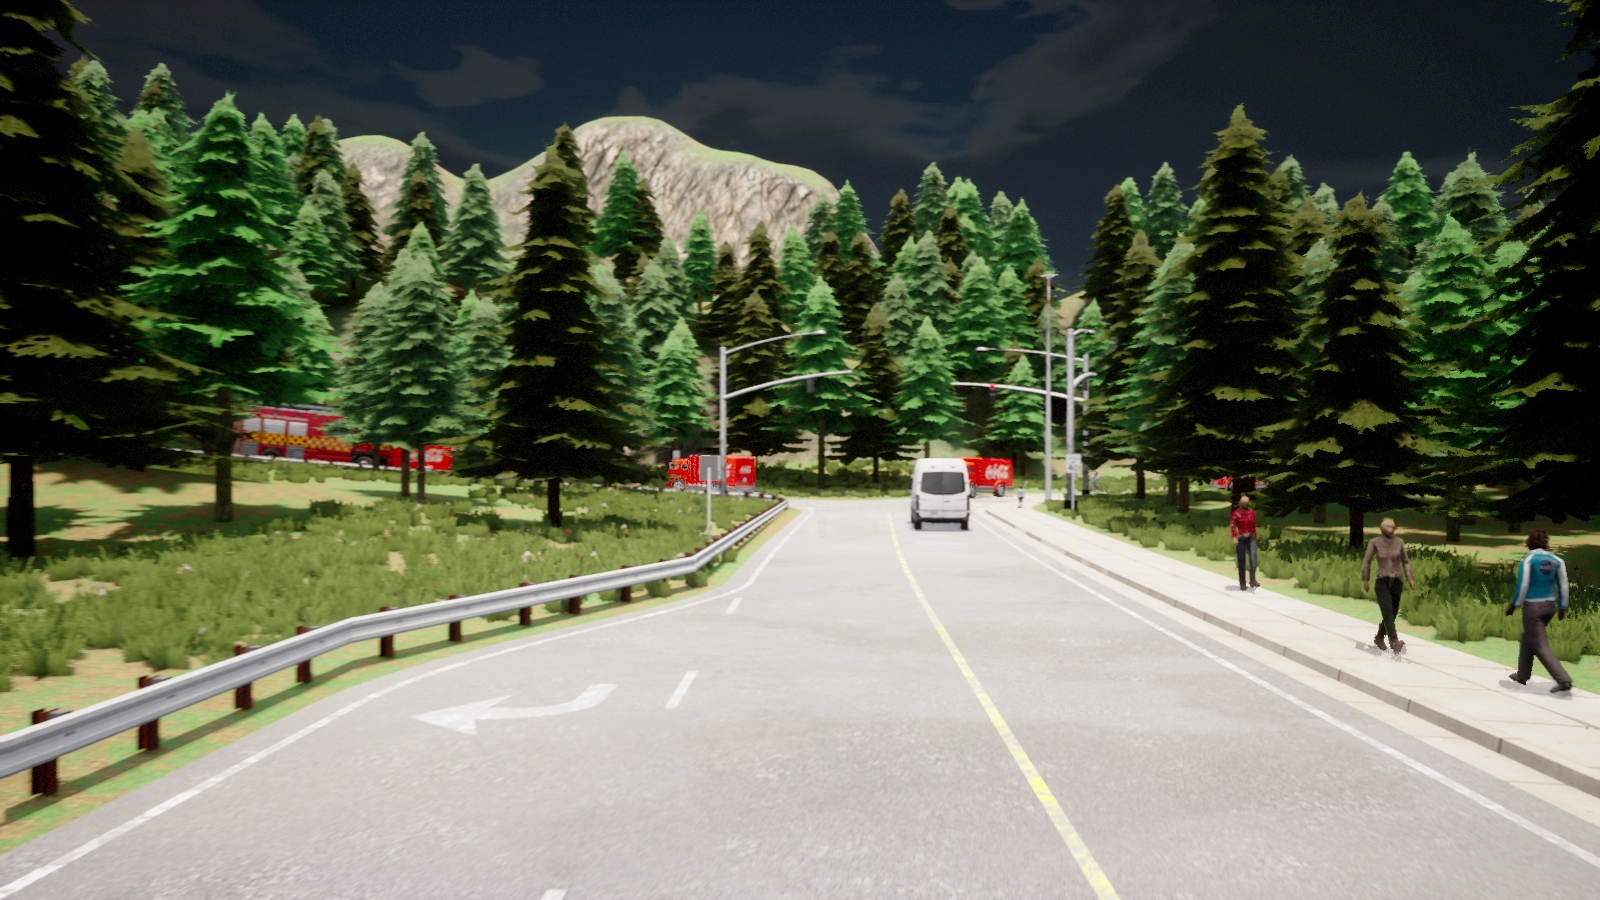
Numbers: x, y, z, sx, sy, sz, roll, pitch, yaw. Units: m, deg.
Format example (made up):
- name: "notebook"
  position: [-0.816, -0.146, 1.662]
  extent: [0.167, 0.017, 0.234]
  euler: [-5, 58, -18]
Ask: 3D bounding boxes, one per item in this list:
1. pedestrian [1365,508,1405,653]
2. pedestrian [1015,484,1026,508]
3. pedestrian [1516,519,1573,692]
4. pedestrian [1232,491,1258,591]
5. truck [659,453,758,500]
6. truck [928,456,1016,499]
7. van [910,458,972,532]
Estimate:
- name: "pedestrian"
  position: [7.699, 1.706, 15.044]
  extent: [0.375, 1.860, 0.375]
  euler: [0, 0, 12]
- name: "pedestrian"
  position: [10.345, 2.152, 53.555]
  extent: [0.500, 1.100, 0.500]
  euler: [0, 0, 13]
- name: "pedestrian"
  position: [8.204, 1.701, 12.601]
  extent: [0.375, 1.860, 0.375]
  euler: [0, 0, -4]
- name: "pedestrian"
  position: [8.458, 1.717, 21.725]
  extent: [0.375, 1.860, 0.375]
  euler: [0, 0, 7]
- name: "truck"
  position: [-5.430, 1.520, 67.652]
  extent: [5.204, 2.467, 2.627]
  euler: [2, 1, 29]
- name: "truck"
  position: [10.551, 1.693, 69.888]
  extent: [5.204, 2.467, 2.627]
  euler: [2, -2, -44]
- name: "van"
  position: [5.221, 1.588, 43.044]
  extent: [1.988, 2.561, 5.915]
  euler: [0, 0, 4]
